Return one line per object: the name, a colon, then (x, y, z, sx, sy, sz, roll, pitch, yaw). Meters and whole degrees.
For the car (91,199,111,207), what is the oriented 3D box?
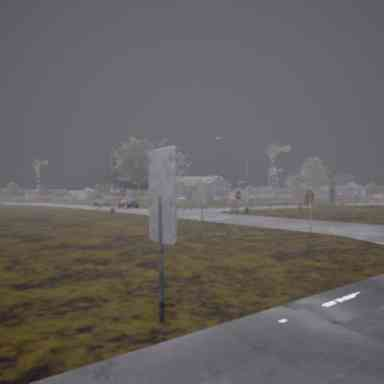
car: (-15.882, 1.901, 58.087, 2.033, 1.411, 5.357, -1, 0, -36)

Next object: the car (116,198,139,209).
car: (-9.592, 1.709, 49.395, 1.837, 1.490, 4.892, -1, -1, -35)
